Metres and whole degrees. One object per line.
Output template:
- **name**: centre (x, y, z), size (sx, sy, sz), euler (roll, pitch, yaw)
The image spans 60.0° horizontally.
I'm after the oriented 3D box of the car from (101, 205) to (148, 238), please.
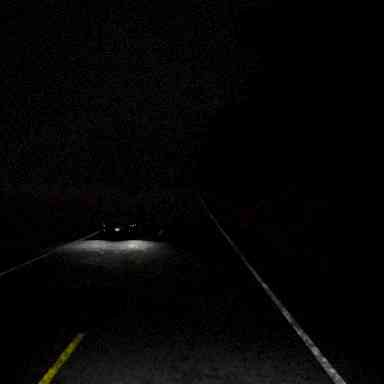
- **car**: centre (-3.496, 1.510, 18.004), size (1.837, 1.490, 4.892), euler (0, 0, 0)
